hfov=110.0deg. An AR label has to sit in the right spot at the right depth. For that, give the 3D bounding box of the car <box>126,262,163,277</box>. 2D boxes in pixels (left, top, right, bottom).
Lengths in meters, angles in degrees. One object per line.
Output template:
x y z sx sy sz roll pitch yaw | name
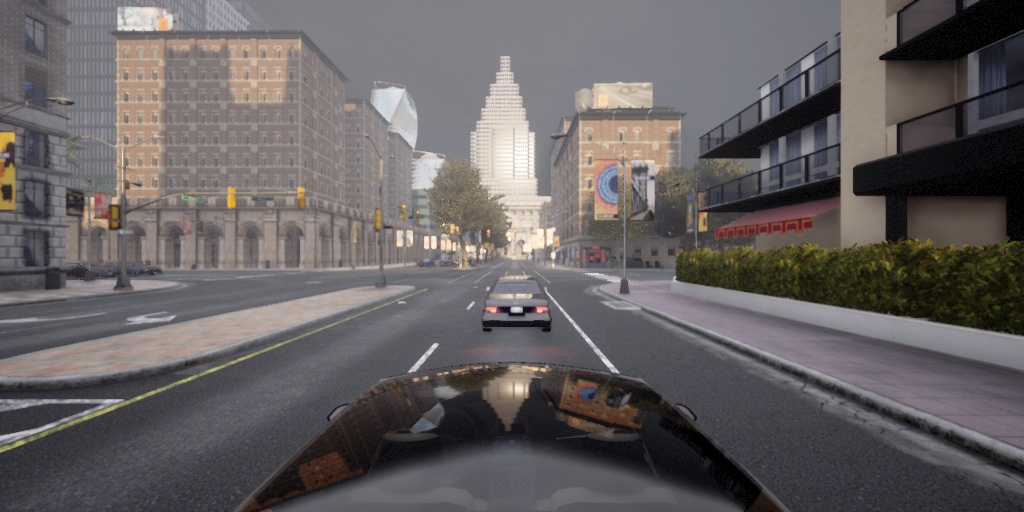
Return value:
-37.109 1.264 34.629 5.357 1.411 2.033 0 0 0 | car

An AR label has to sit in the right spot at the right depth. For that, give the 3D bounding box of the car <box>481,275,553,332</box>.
0.144 1.288 10.812 2.033 1.411 5.357 0 0 1 | car

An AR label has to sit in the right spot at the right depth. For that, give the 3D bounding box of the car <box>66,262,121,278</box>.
-37.232 1.246 31.138 4.674 1.442 1.812 0 0 0 | car

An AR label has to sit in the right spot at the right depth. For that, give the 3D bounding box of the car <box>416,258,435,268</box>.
-14.528 1.167 61.583 1.882 1.535 5.008 0 0 0 | car

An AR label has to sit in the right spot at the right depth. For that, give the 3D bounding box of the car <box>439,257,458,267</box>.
-11.028 1.252 61.824 1.994 1.385 4.181 0 0 1 | car
